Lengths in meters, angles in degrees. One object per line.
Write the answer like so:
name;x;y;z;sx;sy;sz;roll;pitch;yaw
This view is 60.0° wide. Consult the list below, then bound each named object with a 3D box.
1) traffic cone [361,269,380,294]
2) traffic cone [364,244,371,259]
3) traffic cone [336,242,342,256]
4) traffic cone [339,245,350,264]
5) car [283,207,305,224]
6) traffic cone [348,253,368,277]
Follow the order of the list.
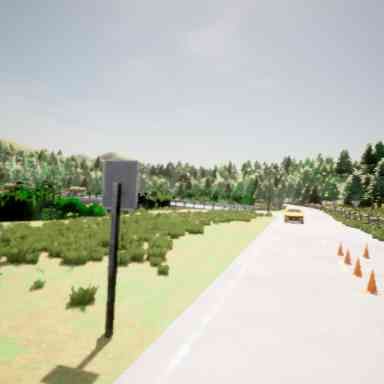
traffic cone;4.640;2.284;8.567;0.340;0.580;0.340;3;-1;17
traffic cone;7.345;2.478;14.012;0.340;0.580;0.340;3;-1;17
traffic cone;6.390;2.428;14.304;0.340;0.580;0.340;3;-1;17
traffic cone;5.807;2.380;12.392;0.340;0.580;0.340;3;-1;17
car;10.336;2.331;33.644;1.882;1.535;5.008;3;-1;18
traffic cone;5.224;2.332;10.480;0.340;0.580;0.340;3;-1;17
